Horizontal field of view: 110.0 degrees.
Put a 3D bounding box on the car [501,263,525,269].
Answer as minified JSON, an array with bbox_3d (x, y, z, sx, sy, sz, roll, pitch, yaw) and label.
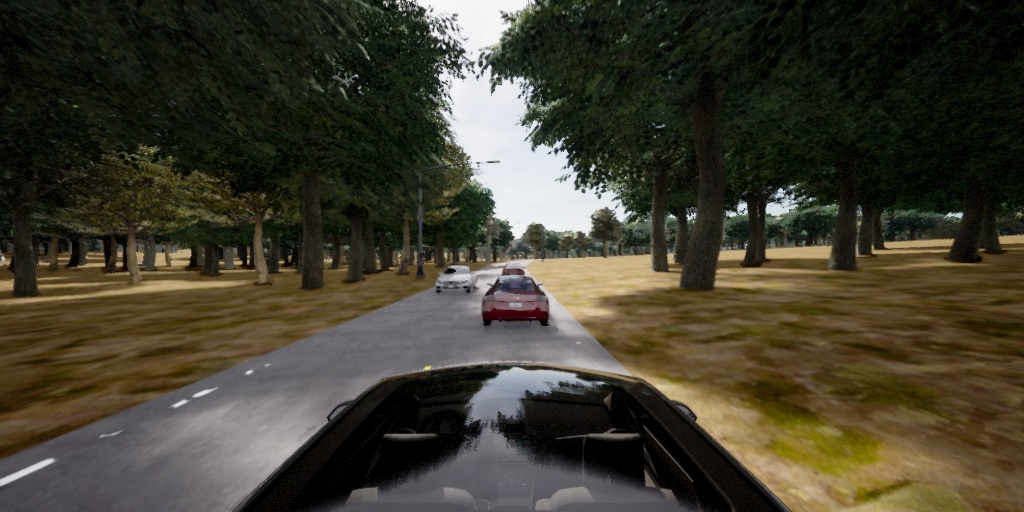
[{"bbox_3d":[0.115,1.270,29.264,1.812,1.442,4.674,0,0,0],"label":"car"}]

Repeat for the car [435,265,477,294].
[{"bbox_3d":[-3.076,1.275,20.435,1.812,1.442,4.674,0,0,0],"label":"car"}]

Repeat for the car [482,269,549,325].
[{"bbox_3d":[0.104,1.313,11.850,1.994,1.385,4.181,0,0,0],"label":"car"}]
